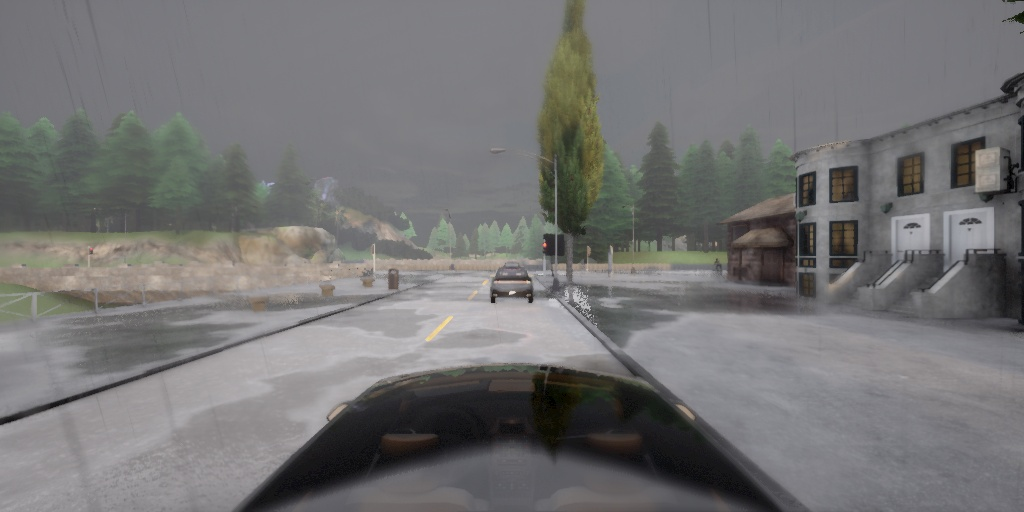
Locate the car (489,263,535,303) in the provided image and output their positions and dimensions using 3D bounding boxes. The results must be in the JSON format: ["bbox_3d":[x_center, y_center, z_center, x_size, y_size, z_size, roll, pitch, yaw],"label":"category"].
[{"bbox_3d":[0.000,1.244,16.500,2.128,1.511,4.902,0,0,0],"label":"car"}]

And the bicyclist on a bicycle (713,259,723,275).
[{"bbox_3d":[20.981,1.093,36.546,0.582,1.620,1.656,-1,0,0],"label":"bicyclist on a bicycle"}]
